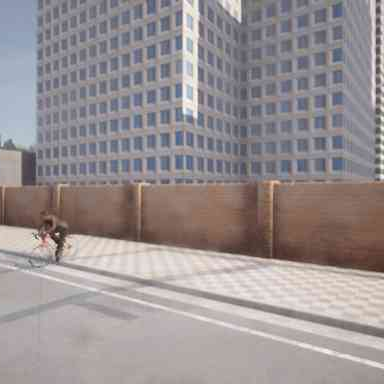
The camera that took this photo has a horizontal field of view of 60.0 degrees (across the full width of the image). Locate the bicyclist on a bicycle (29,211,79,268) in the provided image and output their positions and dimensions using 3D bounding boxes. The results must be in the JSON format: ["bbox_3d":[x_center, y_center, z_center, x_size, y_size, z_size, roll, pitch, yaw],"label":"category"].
[{"bbox_3d":[-4.155,1.341,9.954,0.582,1.620,1.656,0,10,35],"label":"bicyclist on a bicycle"}]
